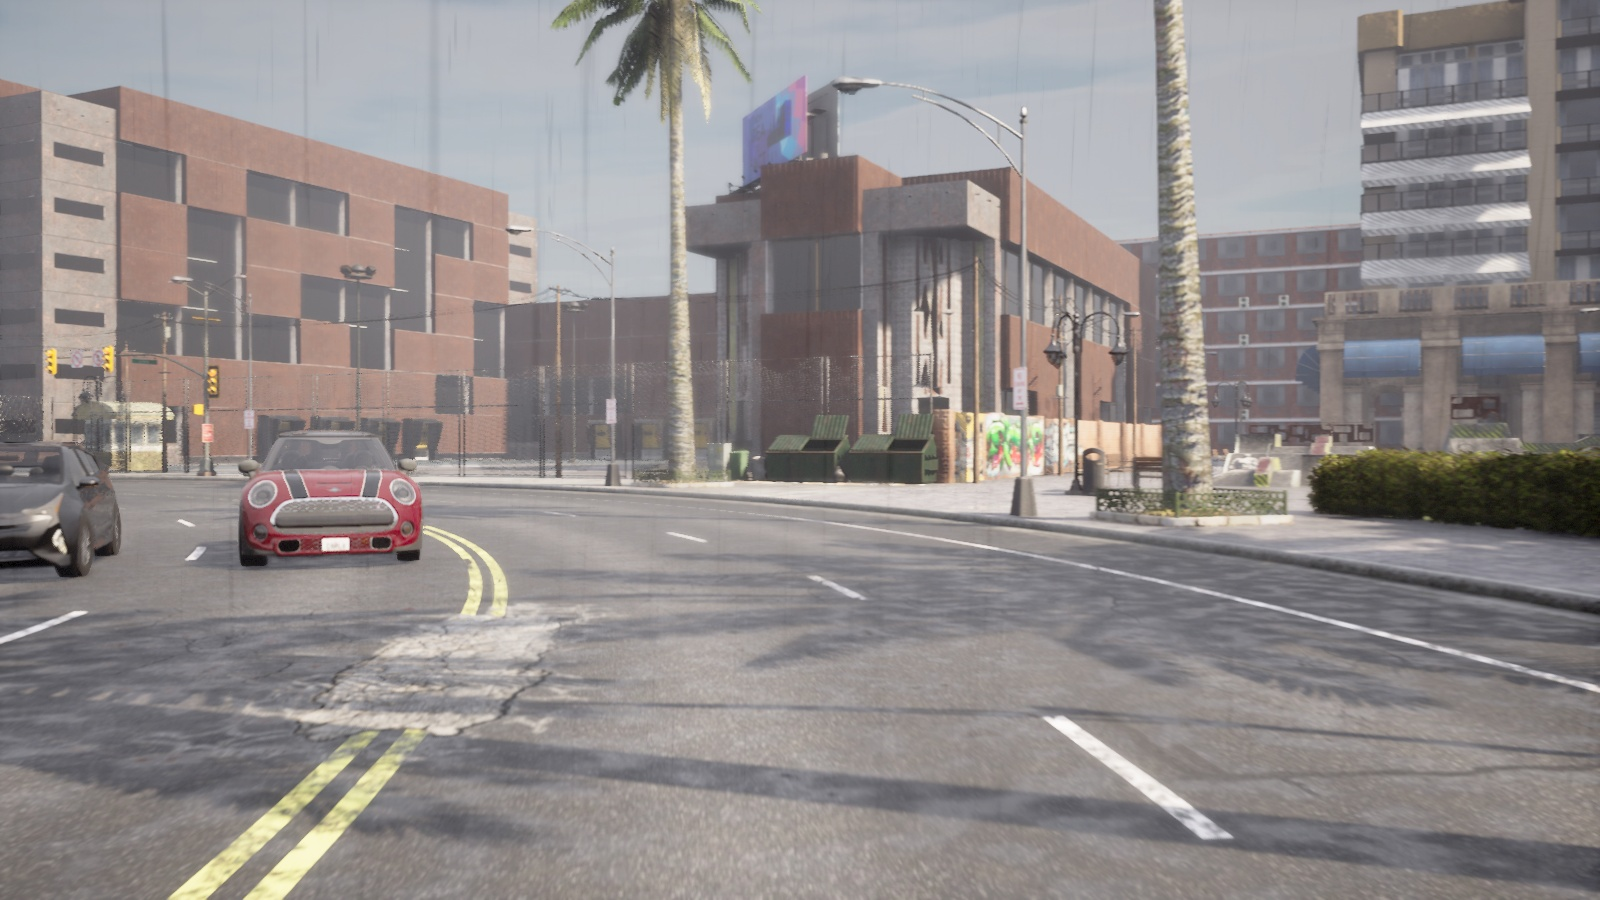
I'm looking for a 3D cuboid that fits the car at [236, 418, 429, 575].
[{"bbox_3d":[-6.266,0.511,16.687,2.097,1.767,4.553,0,0,-22],"label":"car"}]

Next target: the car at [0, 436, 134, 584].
[{"bbox_3d":[-9.346,0.610,14.919,2.007,1.525,4.514,0,0,-21],"label":"car"}]
